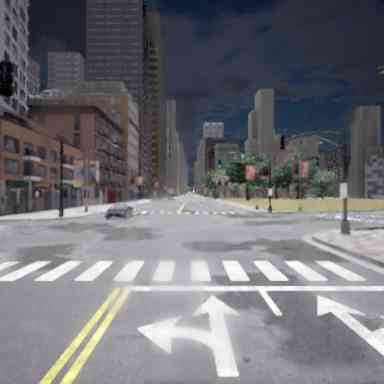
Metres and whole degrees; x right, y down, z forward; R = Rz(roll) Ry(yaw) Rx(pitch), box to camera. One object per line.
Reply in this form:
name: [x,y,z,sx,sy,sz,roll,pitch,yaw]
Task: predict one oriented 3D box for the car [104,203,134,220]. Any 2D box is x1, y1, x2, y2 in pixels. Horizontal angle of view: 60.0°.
car: [-6.591,1.759,30.692,2.033,1.411,5.357,0,0,0]
